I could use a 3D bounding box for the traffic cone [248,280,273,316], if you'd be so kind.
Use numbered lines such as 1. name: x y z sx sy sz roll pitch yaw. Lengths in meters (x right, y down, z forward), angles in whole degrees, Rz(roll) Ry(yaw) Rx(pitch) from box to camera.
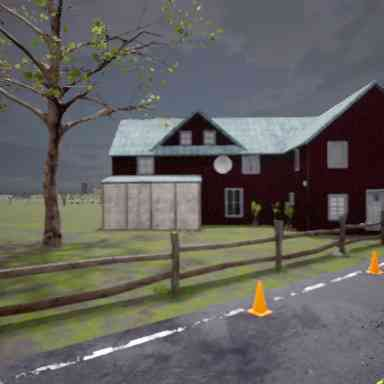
1. traffic cone: 1.282 1.963 6.263 0.340 0.580 0.340 0 0 -38

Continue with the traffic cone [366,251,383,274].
1. traffic cone: 5.124 1.960 9.331 0.340 0.580 0.340 0 0 -40
